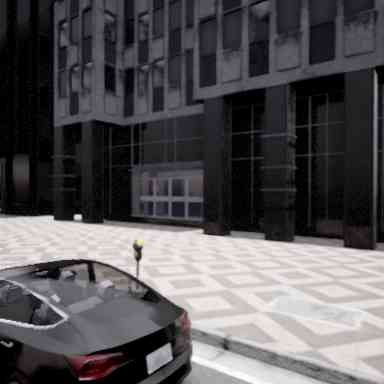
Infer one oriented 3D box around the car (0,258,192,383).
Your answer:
[{"bbox_3d":[-1.990,1.549,4.261,4.313,1.339,1.947,0,0,35],"label":"car"}]
